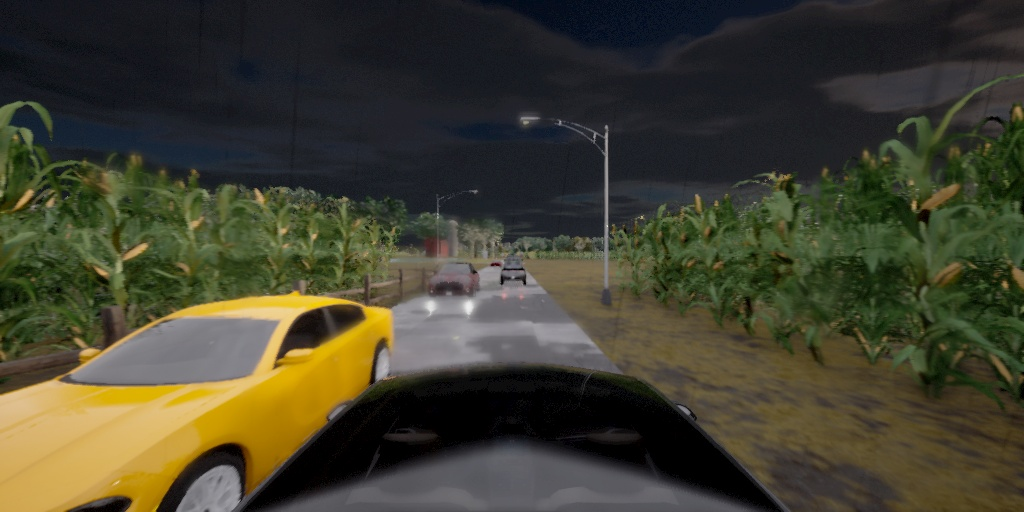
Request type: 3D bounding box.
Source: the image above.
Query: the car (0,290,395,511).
[{"bbox_3d":[-2.847,1.224,3.890,1.882,1.535,5.008,0,0,0],"label":"car"}]

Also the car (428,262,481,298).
[{"bbox_3d":[-2.800,1.096,18.244,2.097,1.767,4.553,0,0,0],"label":"car"}]

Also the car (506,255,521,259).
[{"bbox_3d":[0.164,0.948,44.305,2.150,2.045,5.566,0,0,0],"label":"car"}]

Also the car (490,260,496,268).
[{"bbox_3d":[-2.678,1.298,59.605,1.895,1.301,4.718,0,0,1],"label":"car"}]

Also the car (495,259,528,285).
[{"bbox_3d":[0.105,1.236,26.347,2.128,1.511,4.902,0,0,1],"label":"car"}]
